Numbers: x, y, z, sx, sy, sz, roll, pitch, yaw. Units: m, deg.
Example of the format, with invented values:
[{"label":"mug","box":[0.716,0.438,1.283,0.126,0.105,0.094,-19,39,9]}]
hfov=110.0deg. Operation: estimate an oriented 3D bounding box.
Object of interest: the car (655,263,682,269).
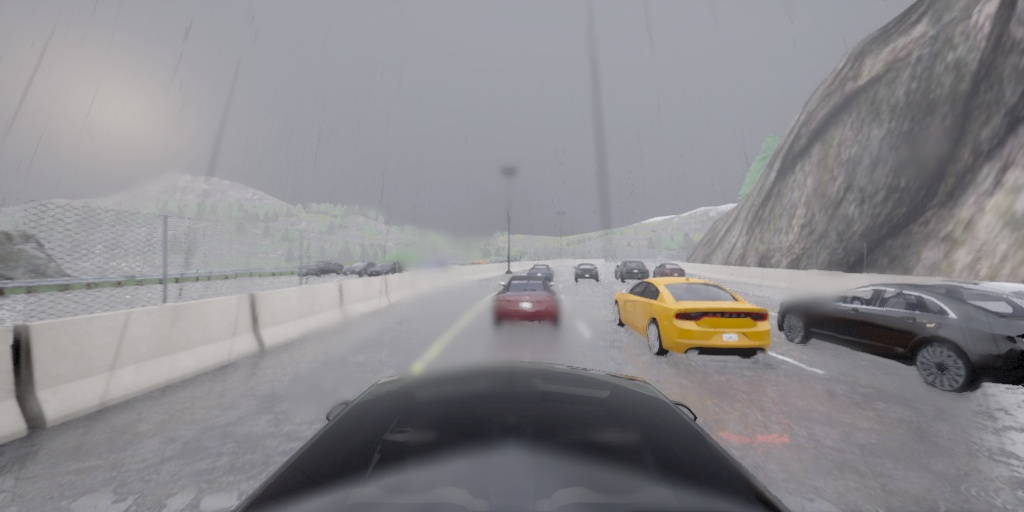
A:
[{"label":"car","box":[13.382,1.321,30.613,1.812,1.442,4.674,0,0,10]}]

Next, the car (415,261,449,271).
[{"label":"car","box":[-7.523,1.224,34.050,1.882,1.535,5.008,0,0,11]}]

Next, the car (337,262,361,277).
[{"label":"car","box":[-14.475,1.255,34.898,1.812,1.442,4.674,0,0,10]}]

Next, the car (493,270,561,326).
[{"label":"car","box":[0.511,1.320,11.718,1.994,1.385,4.181,0,0,3]}]

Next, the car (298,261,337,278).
[{"label":"car","box":[-18.120,1.212,34.312,2.128,1.511,4.902,0,0,10]}]

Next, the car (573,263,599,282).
[{"label":"car","box":[6.038,1.303,29.284,1.812,1.442,4.674,0,0,9]}]

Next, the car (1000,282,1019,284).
[{"label":"car","box":[10.827,1.305,8.554,1.812,1.442,4.674,0,0,2]}]

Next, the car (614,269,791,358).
[{"label":"car","box":[3.844,1.240,8.616,1.882,1.535,5.008,0,0,2]}]

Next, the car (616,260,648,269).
[{"label":"car","box":[9.480,1.137,28.601,2.097,1.767,4.553,0,0,9]}]

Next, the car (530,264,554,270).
[{"label":"car","box":[2.326,1.331,28.179,1.994,1.385,4.181,0,0,9]}]

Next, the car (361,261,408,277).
[{"label":"car","box":[-11.289,1.241,32.796,1.837,1.490,4.892,0,0,10]}]

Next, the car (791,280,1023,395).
[{"label":"car","box":[7.263,1.261,6.650,2.128,1.511,4.902,0,0,2]}]
